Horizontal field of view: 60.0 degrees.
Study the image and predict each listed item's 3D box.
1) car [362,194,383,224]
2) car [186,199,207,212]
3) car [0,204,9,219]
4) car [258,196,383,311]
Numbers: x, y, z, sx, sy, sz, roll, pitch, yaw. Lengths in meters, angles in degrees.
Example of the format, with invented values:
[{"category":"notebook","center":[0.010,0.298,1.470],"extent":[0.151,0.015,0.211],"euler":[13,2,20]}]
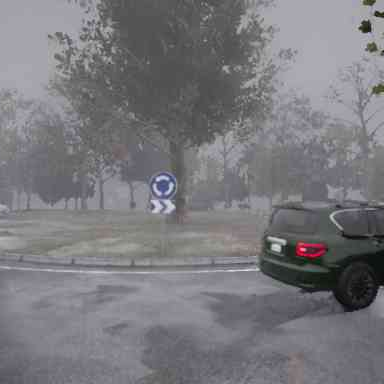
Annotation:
[{"category":"car","center":[14.577,1.213,23.682],"extent":[2.150,2.045,5.566],"euler":[0,0,0]},{"category":"car","center":[-0.361,1.547,38.773],"extent":[4.181,1.385,1.994],"euler":[0,0,6]},{"category":"car","center":[-16.997,1.514,26.749],"extent":[1.812,1.442,4.674],"euler":[-1,0,16]},{"category":"car","center":[4.253,1.221,7.747],"extent":[5.566,2.045,2.150],"euler":[0,0,-19]}]
